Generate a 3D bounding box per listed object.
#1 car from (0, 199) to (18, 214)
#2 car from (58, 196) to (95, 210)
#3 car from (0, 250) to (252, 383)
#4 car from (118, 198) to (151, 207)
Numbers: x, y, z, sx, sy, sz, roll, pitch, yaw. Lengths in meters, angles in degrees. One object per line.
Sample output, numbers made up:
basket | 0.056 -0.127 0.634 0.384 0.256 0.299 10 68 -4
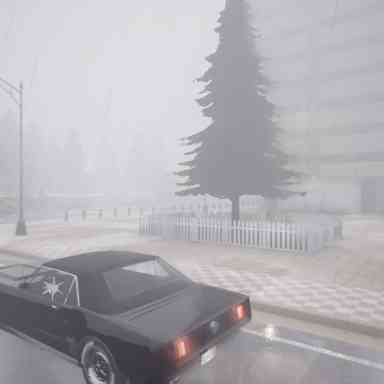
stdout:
car | -20.495 1.478 33.927 1.882 1.535 5.008 0 0 36
car | -14.600 1.352 42.104 2.097 1.767 4.553 0 0 36
car | -1.606 1.601 5.153 4.718 1.301 1.895 0 0 36
car | -8.588 1.547 50.437 2.033 1.411 5.357 0 0 36
